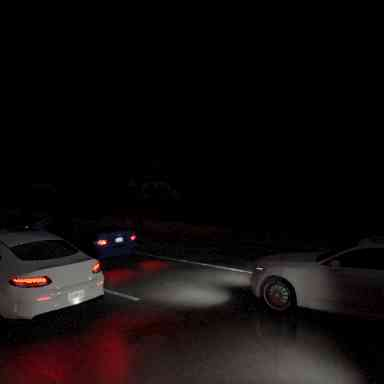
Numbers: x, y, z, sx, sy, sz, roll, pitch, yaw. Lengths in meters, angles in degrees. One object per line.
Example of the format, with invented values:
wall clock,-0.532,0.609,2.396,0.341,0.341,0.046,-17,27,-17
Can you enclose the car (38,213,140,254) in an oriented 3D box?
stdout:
car,-4.196,1.429,11.335,5.357,1.411,2.033,1,1,36

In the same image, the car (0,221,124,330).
car,-3.720,1.455,6.676,4.674,1.442,1.812,1,1,36

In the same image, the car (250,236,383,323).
car,3.332,1.524,5.915,4.674,1.442,1.812,0,0,36
